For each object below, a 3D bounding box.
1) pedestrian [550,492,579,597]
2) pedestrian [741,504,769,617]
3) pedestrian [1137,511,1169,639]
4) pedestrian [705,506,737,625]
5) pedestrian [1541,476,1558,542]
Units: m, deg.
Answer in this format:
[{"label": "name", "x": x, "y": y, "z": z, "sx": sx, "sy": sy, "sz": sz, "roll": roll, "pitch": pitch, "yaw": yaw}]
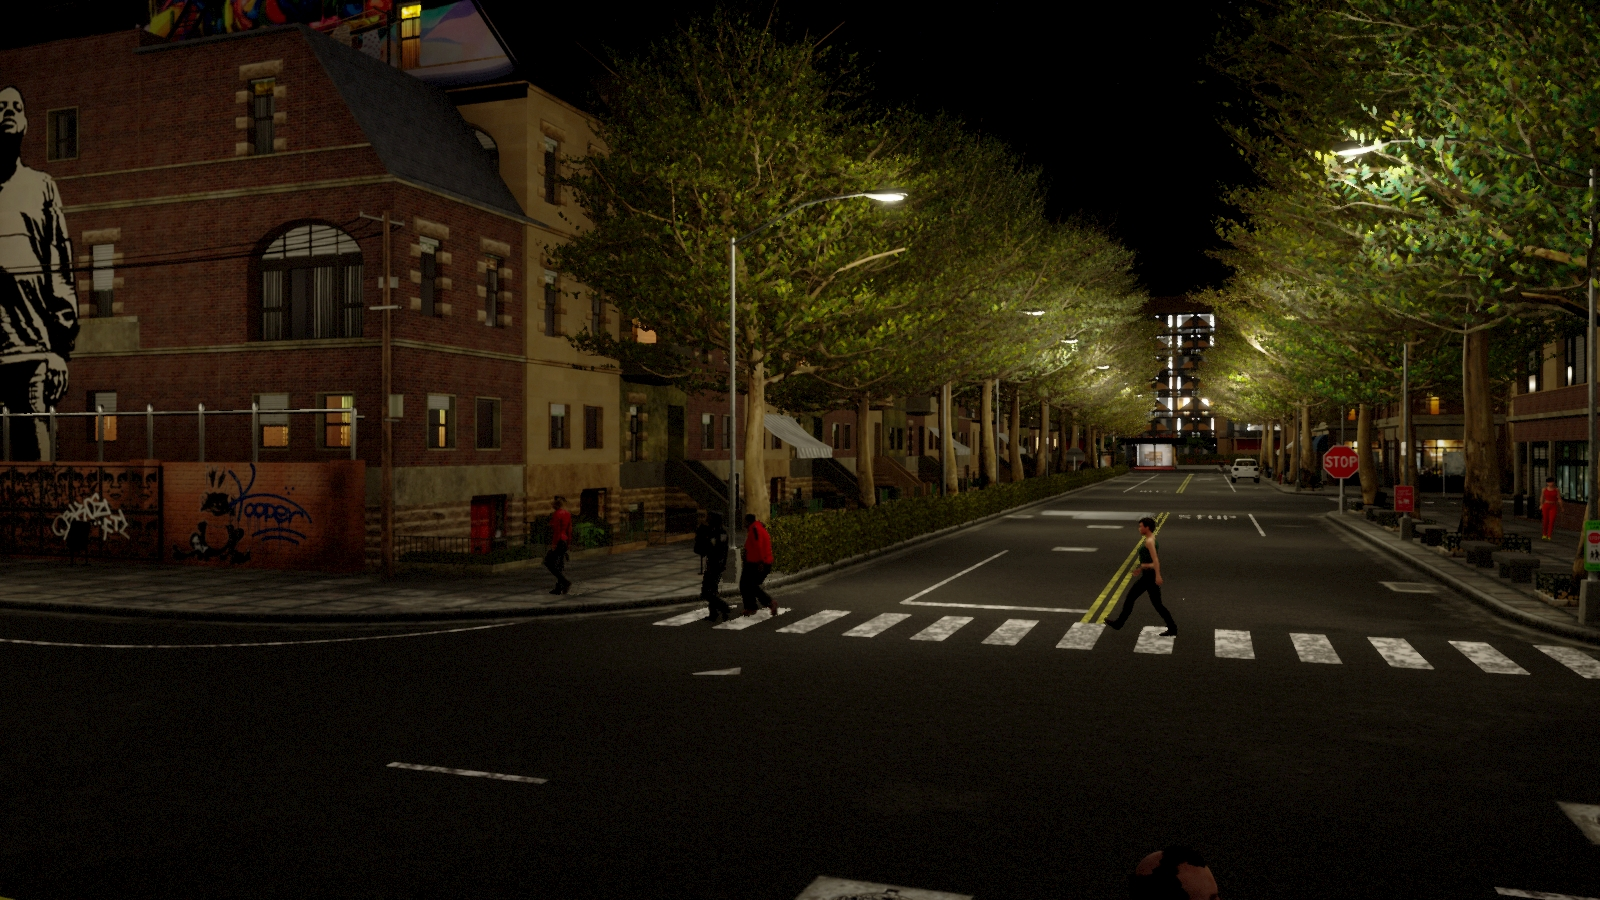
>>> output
[{"label": "pedestrian", "x": -4.273, "y": 1.701, "z": 20.717, "sx": 0.375, "sy": 1.860, "sz": 0.375, "roll": 0, "pitch": 0, "yaw": 23}, {"label": "pedestrian", "x": -0.754, "y": 1.852, "z": 19.229, "sx": 0.375, "sy": 1.860, "sz": 0.375, "roll": 0, "pitch": 0, "yaw": 14}, {"label": "pedestrian", "x": 5.268, "y": 1.849, "z": 17.041, "sx": 0.375, "sy": 1.860, "sz": 0.375, "roll": 0, "pitch": 0, "yaw": 32}, {"label": "pedestrian", "x": -1.271, "y": 1.852, "z": 18.441, "sx": 0.375, "sy": 1.860, "sz": 0.375, "roll": 0, "pitch": 0, "yaw": 23}, {"label": "pedestrian", "x": 21.644, "y": 1.693, "z": 32.998, "sx": 0.375, "sy": 1.860, "sz": 0.375, "roll": 0, "pitch": 0, "yaw": 26}]
